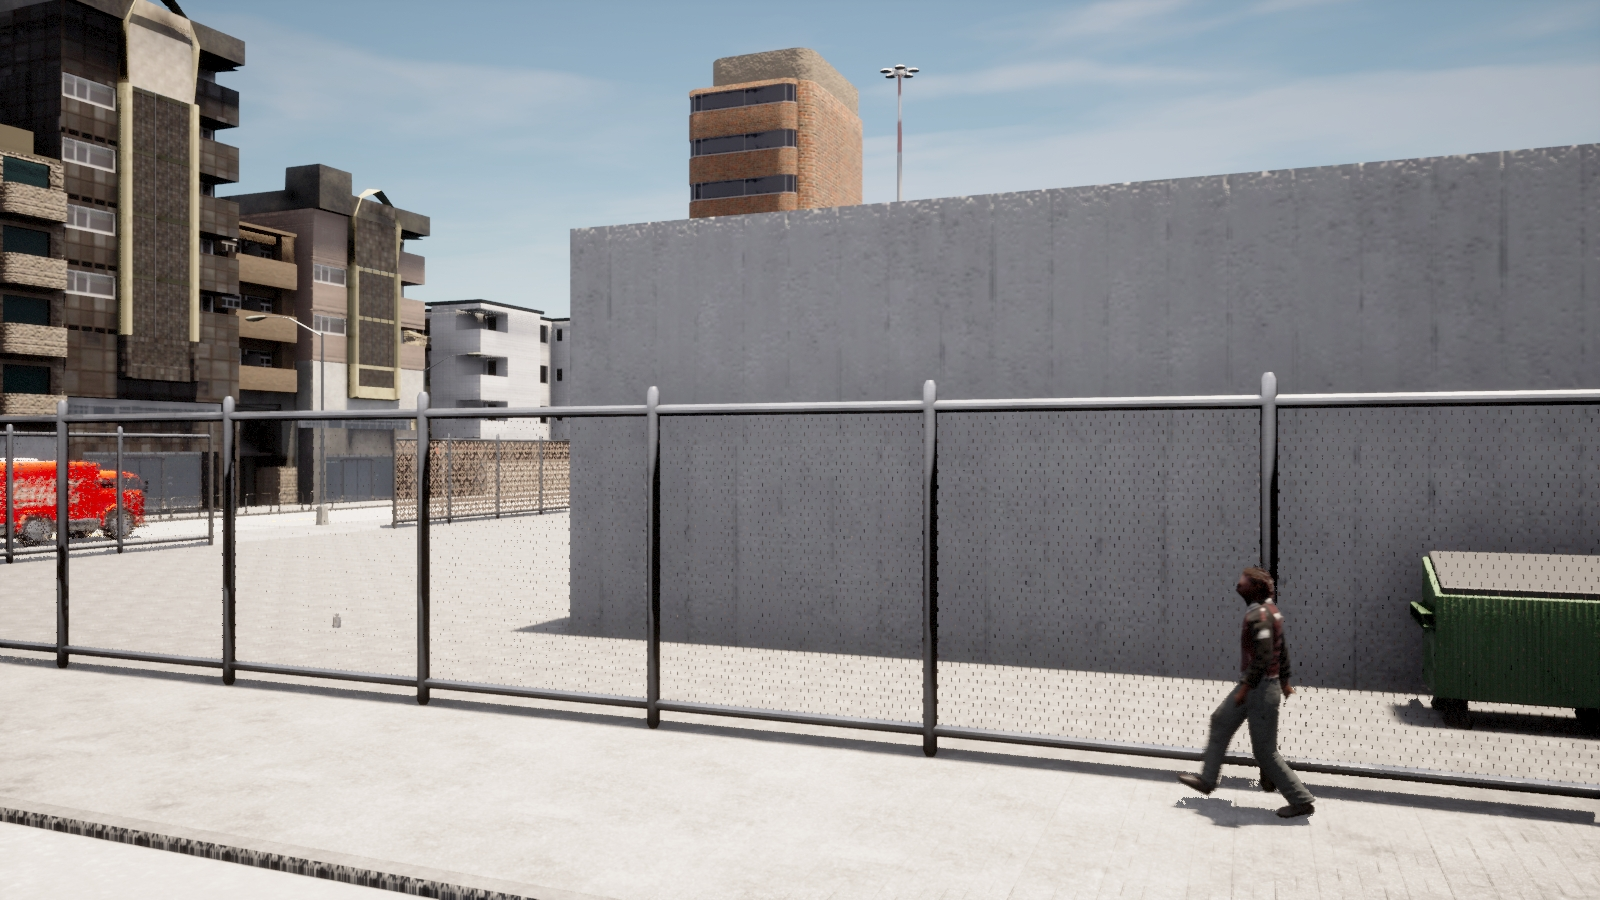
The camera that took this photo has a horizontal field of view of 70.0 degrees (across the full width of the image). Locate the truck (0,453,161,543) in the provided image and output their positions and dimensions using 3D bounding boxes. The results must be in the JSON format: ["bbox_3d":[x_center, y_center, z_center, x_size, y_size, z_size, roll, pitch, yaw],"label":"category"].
[{"bbox_3d":[-22.528,1.348,34.437,2.627,2.467,5.204,0,0,23],"label":"truck"}]

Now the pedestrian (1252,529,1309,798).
[{"bbox_3d":[3.498,1.524,8.313,0.375,1.860,0.375,0,0,24],"label":"pedestrian"}]

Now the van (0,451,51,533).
[{"bbox_3d":[-26.517,1.314,35.024,1.988,2.561,5.915,0,0,21],"label":"van"}]
